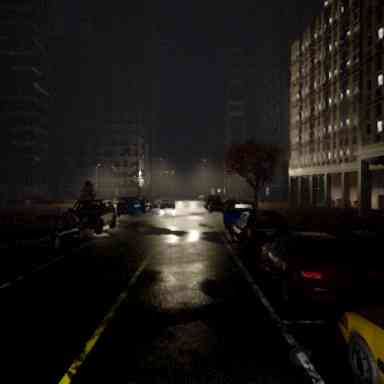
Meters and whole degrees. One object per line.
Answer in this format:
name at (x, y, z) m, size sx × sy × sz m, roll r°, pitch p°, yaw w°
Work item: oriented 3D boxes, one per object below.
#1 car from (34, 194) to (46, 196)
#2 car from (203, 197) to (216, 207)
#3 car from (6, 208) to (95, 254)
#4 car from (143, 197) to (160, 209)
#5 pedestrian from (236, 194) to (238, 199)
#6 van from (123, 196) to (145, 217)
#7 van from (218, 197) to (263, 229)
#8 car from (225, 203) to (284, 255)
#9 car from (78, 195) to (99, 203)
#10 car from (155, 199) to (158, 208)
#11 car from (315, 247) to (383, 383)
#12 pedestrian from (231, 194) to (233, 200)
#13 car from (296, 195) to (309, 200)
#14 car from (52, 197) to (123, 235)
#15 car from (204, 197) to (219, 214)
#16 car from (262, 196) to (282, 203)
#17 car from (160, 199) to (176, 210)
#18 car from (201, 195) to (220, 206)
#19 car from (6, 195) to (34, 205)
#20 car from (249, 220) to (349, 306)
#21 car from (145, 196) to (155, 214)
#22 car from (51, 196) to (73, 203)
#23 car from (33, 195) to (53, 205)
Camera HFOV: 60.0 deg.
car at (-33.838, 1.404, 71.852) m, size 5.009 × 1.841 × 2.192 m, roll 0°, pitch 1°, yaw -5°
car at (2.668, 1.577, 52.784) m, size 1.802 × 1.307 × 4.206 m, roll -1°, pitch 0°, yaw 0°
car at (-5.706, 1.551, 13.404) m, size 2.008 × 1.369 × 4.403 m, roll -1°, pitch 0°, yaw 0°
car at (-5.713, 1.522, 46.987) m, size 1.752 × 1.417 × 4.829 m, roll -1°, pitch 0°, yaw 0°
pedestrian at (8.124, 1.170, 59.933) m, size 0.375 × 1.860 × 0.375 m, roll -1°, pitch 1°, yaw 0°
van at (-5.714, 1.340, 30.280) m, size 1.690 × 1.788 × 3.998 m, roll -1°, pitch 0°, yaw 0°
van at (2.669, 1.341, 19.031) m, size 1.690 × 1.788 × 3.998 m, roll -1°, pitch 0°, yaw 0°
car at (2.672, 1.440, 13.406) m, size 1.967 × 1.590 × 4.097 m, roll -1°, pitch 0°, yaw 0°
car at (-22.588, 1.464, 72.903) m, size 4.097 × 1.590 × 1.967 m, roll 0°, pitch 1°, yaw -5°
car at (-5.711, 1.580, 41.532) m, size 1.802 × 1.307 × 4.206 m, roll -1°, pitch 0°, yaw 0°
car at (2.676, 1.526, 2.325) m, size 1.752 × 1.417 × 4.829 m, roll -1°, pitch 0°, yaw 0°
pedestrian at (7.124, 1.147, 59.333) m, size 0.375 × 1.860 × 0.375 m, roll -1°, pitch 1°, yaw 0°
car at (26.423, 1.303, 77.432) m, size 4.313 × 1.339 × 1.947 m, roll 0°, pitch 1°, yaw -5°
car at (-5.712, 1.315, 19.030) m, size 2.192 × 1.841 × 5.009 m, roll -1°, pitch 0°, yaw 0°
car at (2.670, 1.543, 35.907) m, size 1.887 × 1.381 × 4.507 m, roll -1°, pitch 0°, yaw 0°
car at (16.114, 1.540, 68.063) m, size 4.313 × 1.339 × 1.947 m, roll 0°, pitch 1°, yaw -5°
car at (-3.099, 1.598, 43.114) m, size 1.895 × 1.301 × 4.718 m, roll 0°, pitch 0°, yaw 0°
car at (2.664, 1.313, 41.533) m, size 2.192 × 1.841 × 5.009 m, roll -1°, pitch 0°, yaw 0°
car at (-33.120, 1.701, 63.501) m, size 4.097 × 1.590 × 1.967 m, roll 0°, pitch 1°, yaw -5°
car at (2.676, 1.582, 7.781) m, size 1.802 × 1.307 × 4.206 m, roll -1°, pitch 0°, yaw 0°
car at (-5.715, 1.314, 35.906) m, size 2.192 × 1.841 × 5.009 m, roll -1°, pitch 0°, yaw 0°
car at (-28.213, 1.638, 72.383) m, size 4.206 × 1.307 × 1.802 m, roll 0°, pitch 1°, yaw -5°
car at (-27.503, 1.794, 64.024) m, size 4.313 × 1.339 × 1.947 m, roll 0°, pitch 1°, yaw -5°
